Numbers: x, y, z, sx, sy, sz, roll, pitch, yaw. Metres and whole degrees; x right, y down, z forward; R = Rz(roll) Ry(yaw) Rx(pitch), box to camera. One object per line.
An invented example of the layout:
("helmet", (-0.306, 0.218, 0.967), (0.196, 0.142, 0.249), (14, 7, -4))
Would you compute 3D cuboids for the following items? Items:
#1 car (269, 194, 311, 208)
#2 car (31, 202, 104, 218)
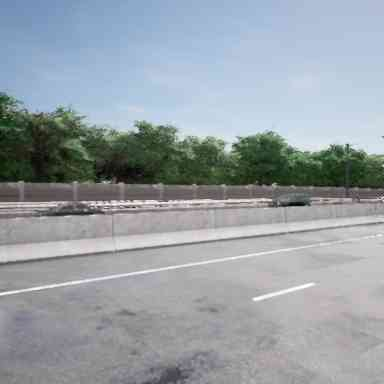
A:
("car", (11.163, 1.216, 37.623), (5.566, 2.045, 2.150), (0, 0, -35))
("car", (-8.732, 1.507, 23.554), (4.892, 1.490, 1.837), (0, 0, -35))
